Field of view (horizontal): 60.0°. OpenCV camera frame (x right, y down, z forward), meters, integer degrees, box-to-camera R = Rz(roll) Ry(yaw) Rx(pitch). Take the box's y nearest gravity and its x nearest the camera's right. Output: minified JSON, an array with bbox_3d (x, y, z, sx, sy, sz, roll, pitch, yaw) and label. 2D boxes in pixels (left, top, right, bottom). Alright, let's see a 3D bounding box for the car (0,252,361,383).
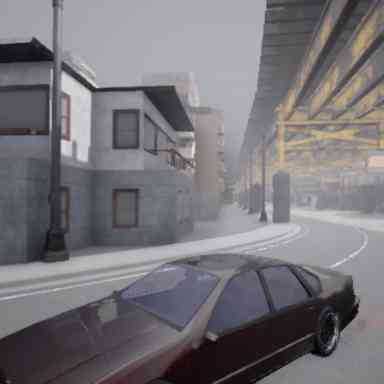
[{"bbox_3d":[0.345,1.612,4.500,5.357,1.411,2.033,1,-1,-40],"label":"car"}]
